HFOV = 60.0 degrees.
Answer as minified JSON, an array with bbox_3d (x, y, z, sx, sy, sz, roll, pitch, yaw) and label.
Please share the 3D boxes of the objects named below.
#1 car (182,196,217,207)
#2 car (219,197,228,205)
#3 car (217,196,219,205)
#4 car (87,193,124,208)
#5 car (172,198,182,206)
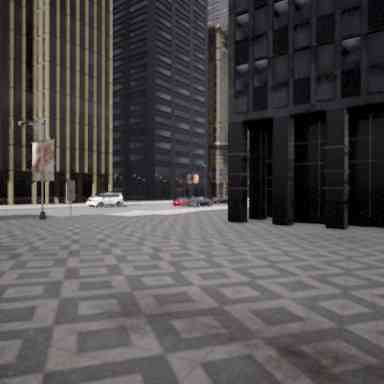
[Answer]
[{"bbox_3d":[1.196,1.491,49.463,2.128,1.511,4.902,0,0,36],"label":"car"},{"bbox_3d":[7.223,1.493,57.944,1.882,1.535,5.008,0,0,36],"label":"car"},{"bbox_3d":[4.583,1.527,59.839,1.812,1.442,4.674,0,0,36],"label":"car"},{"bbox_3d":[-12.305,1.167,47.614,2.150,2.045,5.566,0,0,36],"label":"car"},{"bbox_3d":[-1.161,1.551,51.739,1.994,1.385,4.181,0,0,36],"label":"car"}]
